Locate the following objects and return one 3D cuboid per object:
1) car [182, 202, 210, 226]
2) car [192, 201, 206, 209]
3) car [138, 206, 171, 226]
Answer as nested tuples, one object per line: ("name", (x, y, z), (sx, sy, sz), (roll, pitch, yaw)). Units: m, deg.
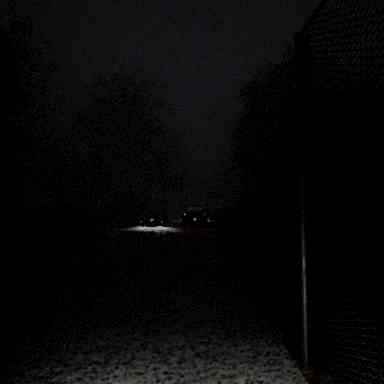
("car", (0.257, 1.693, 24.859), (1.812, 1.442, 4.674), (0, -1, 1))
("car", (1.438, 2.553, 65.749), (1.994, 1.385, 4.181), (0, -2, 11))
("car", (-2.685, 1.729, 24.585), (1.994, 1.385, 4.181), (0, -1, 2))
